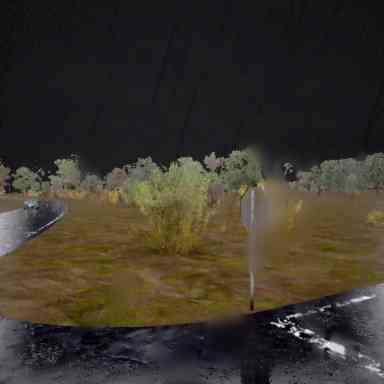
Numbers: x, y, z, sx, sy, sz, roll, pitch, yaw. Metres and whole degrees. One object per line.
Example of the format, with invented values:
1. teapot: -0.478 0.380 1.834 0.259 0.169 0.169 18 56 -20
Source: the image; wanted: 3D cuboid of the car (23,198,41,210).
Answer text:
1. car: -22.379 1.629 46.691 2.128 1.511 4.902 0 0 -19
